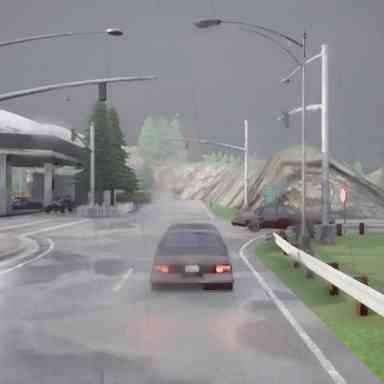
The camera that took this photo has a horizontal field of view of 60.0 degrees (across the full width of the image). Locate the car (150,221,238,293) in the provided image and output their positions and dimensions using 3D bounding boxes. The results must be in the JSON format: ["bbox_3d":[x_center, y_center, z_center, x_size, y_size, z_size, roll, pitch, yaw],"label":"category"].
[{"bbox_3d":[0.004,1.542,8.980,2.033,1.411,5.357,0,0,0],"label":"car"}]

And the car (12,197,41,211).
[{"bbox_3d":[-20.220,1.455,40.846,2.242,1.667,4.611,0,0,-1],"label":"car"}]

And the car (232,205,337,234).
[{"bbox_3d":[4.822,1.381,17.757,5.357,1.411,2.033,-1,-1,24],"label":"car"}]

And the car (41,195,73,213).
[{"bbox_3d":[-14.515,1.291,36.566,1.905,1.878,3.866,0,0,-1],"label":"car"}]
